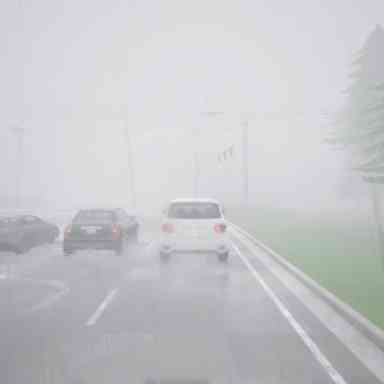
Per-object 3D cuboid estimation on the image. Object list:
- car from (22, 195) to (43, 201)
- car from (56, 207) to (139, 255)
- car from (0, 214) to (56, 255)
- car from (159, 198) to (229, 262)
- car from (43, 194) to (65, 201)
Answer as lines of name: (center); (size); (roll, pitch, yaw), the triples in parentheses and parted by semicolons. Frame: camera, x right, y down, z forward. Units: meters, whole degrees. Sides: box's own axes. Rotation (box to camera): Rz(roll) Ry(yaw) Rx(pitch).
car: (-40.561, 1.582, 85.702); (5.357, 1.411, 2.033); (0, 0, 28)
car: (-3.456, 1.359, 13.452); (2.097, 1.767, 4.553); (0, 0, 0)
car: (-6.951, 1.570, 13.302); (1.994, 1.385, 4.181); (0, 0, -1)
car: (0.064, 1.226, 12.219); (2.150, 2.045, 5.566); (0, 0, 0)
car: (-36.030, 1.543, 86.946); (4.892, 1.490, 1.837); (0, 0, 35)
